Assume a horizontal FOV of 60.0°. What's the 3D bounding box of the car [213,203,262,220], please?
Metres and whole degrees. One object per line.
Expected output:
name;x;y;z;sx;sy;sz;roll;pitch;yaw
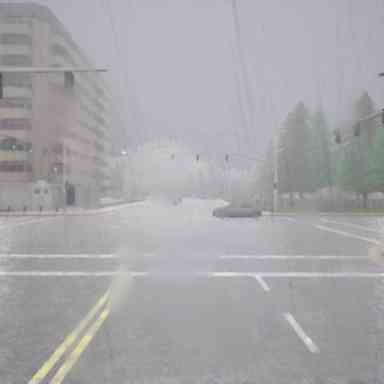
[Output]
car;3.867;1.640;28.764;4.181;1.385;1.994;0;0;0

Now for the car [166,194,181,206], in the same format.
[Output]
car;-3.486;1.667;58.494;2.128;1.511;4.902;0;0;1
